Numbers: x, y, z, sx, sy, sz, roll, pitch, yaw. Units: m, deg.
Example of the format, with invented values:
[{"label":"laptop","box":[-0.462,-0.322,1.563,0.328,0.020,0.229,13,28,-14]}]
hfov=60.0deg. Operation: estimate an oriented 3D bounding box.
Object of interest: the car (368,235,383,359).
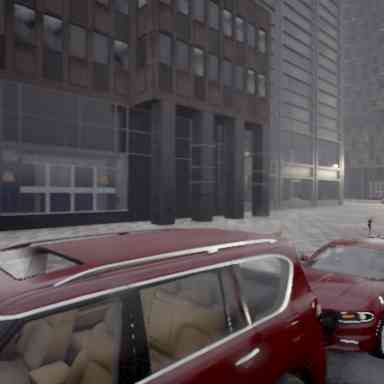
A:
[{"label":"car","box":[3.128,1.545,6.058,4.507,1.381,1.887,0,0,-43]}]

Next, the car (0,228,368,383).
[{"label":"car","box":[-0.915,1.309,2.292,5.009,1.841,2.192,0,0,-43]}]
